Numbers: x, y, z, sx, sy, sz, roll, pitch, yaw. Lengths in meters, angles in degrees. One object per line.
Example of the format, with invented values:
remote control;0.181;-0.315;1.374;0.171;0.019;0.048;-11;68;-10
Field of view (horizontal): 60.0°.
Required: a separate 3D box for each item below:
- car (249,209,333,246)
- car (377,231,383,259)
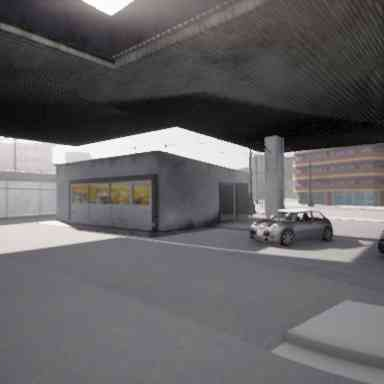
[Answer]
car;4.508;1.541;15.172;3.806;1.475;1.970;0;-1;-30
car;8.041;1.312;10.580;4.611;1.667;2.242;0;-1;-30
